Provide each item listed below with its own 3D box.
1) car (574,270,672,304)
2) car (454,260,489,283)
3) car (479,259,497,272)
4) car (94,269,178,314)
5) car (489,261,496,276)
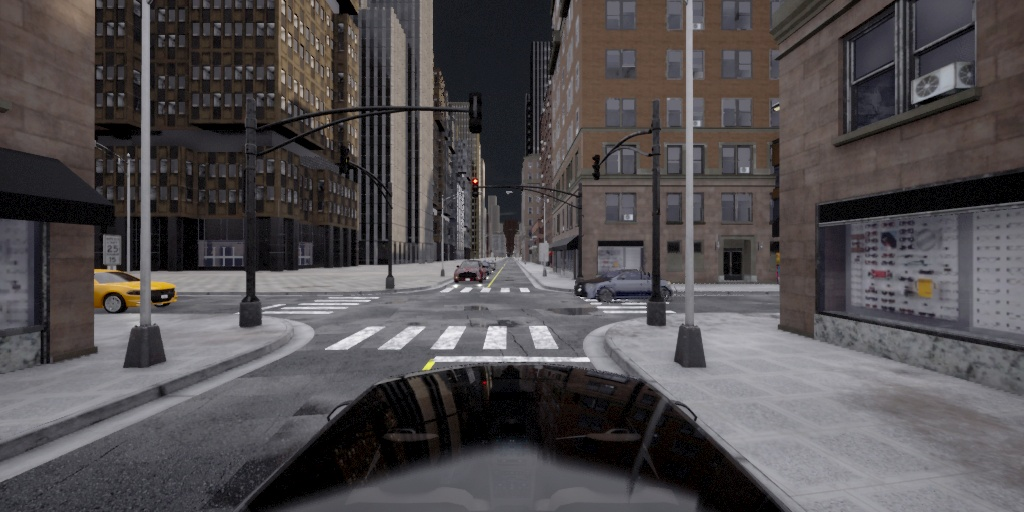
[{"bbox_3d":[4.961,1.316,16.178,4.181,1.385,1.994,0,0,-9],"label":"car"},{"bbox_3d":[-3.156,1.103,27.828,2.097,1.767,4.553,0,0,0],"label":"car"},{"bbox_3d":[-3.183,1.243,48.505,2.128,1.511,4.902,0,0,0],"label":"car"},{"bbox_3d":[-15.368,1.232,13.261,5.008,1.535,1.882,0,0,0],"label":"car"},{"bbox_3d":[-3.171,1.299,38.087,2.033,1.411,5.357,0,0,0],"label":"car"}]
